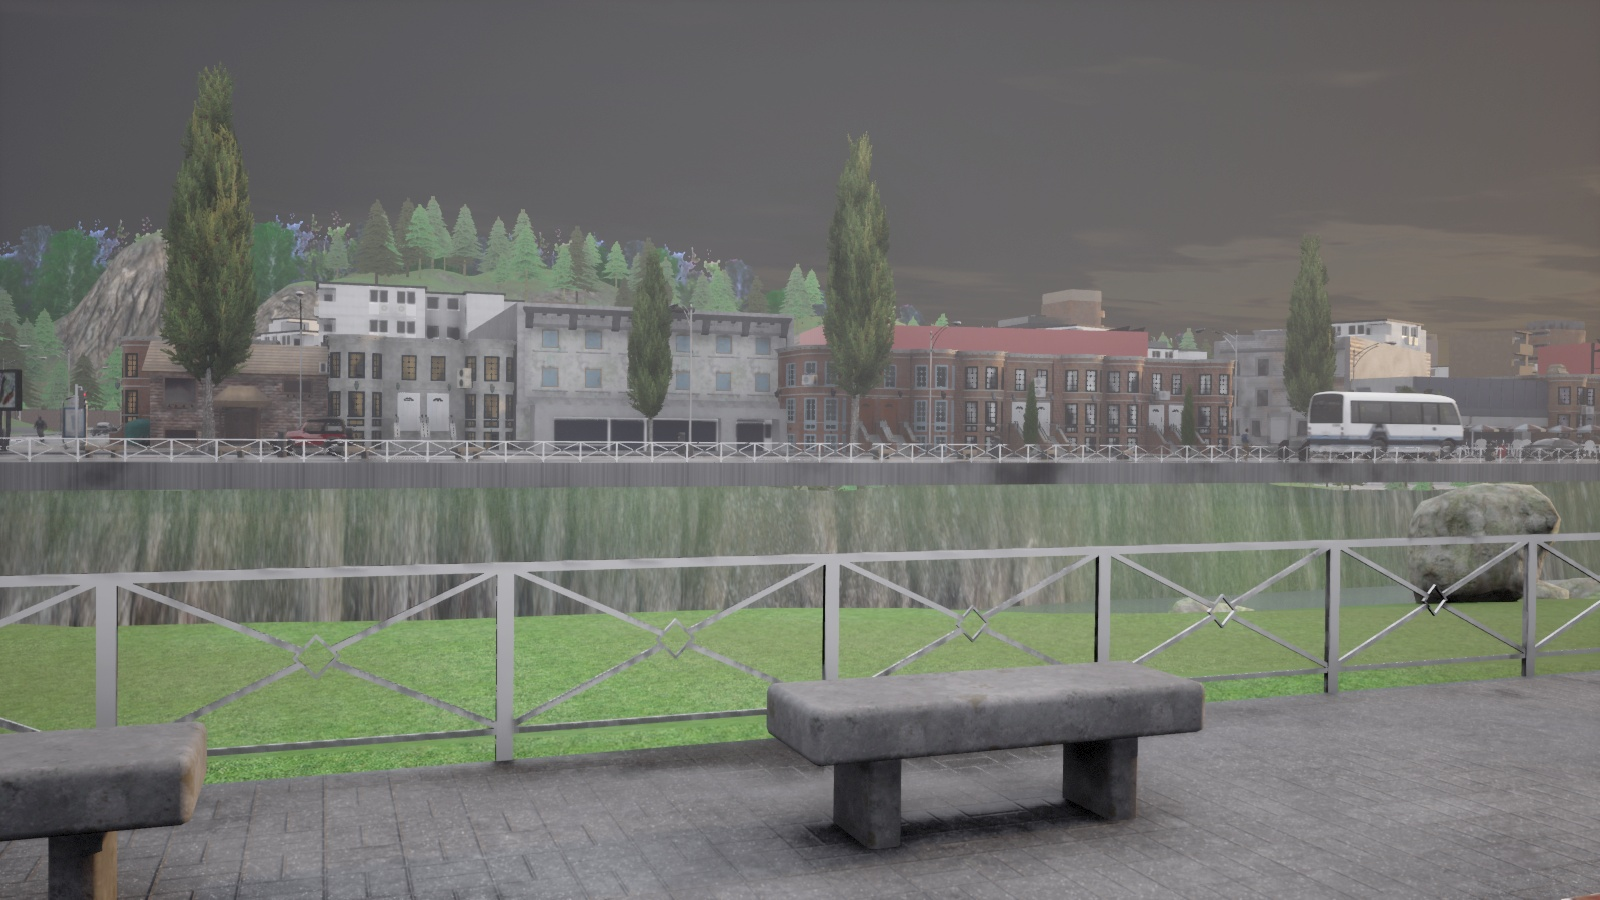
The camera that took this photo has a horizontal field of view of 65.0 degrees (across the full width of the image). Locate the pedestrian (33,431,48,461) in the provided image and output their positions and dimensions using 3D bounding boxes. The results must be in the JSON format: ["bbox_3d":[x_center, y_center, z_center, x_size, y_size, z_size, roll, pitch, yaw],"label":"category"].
[{"bbox_3d":[-48.794,-0.280,80.648,0.563,1.883,0.849,-1,1,-13],"label":"pedestrian"}]

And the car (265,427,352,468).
[{"bbox_3d":[-23.722,-0.137,60.702,3.866,1.878,1.905,-1,1,-21],"label":"car"}]

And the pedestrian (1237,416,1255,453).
[{"bbox_3d":[23.236,-0.807,65.406,0.788,1.949,0.423,-1,1,-23],"label":"pedestrian"}]

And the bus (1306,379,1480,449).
[{"bbox_3d":[37.679,-2.283,79.762,10.273,4.253,3.944,-1,1,-21],"label":"bus"}]
